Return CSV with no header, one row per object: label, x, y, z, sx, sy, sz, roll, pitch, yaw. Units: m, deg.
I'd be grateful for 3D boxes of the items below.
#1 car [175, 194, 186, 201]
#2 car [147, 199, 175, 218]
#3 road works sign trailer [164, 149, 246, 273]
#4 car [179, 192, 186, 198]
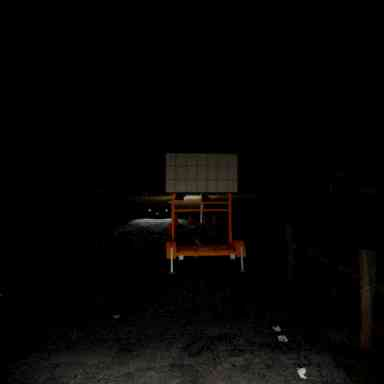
car,-2.635,1.134,69.576,1.882,1.535,5.008,0,1,0
car,-2.801,1.487,29.333,1.812,1.442,4.674,0,0,0
road works sign trailer,0.291,0.455,10.682,2.380,3.560,2.880,0,0,-6
car,-2.599,0.800,90.653,1.895,1.301,4.718,0,2,0
